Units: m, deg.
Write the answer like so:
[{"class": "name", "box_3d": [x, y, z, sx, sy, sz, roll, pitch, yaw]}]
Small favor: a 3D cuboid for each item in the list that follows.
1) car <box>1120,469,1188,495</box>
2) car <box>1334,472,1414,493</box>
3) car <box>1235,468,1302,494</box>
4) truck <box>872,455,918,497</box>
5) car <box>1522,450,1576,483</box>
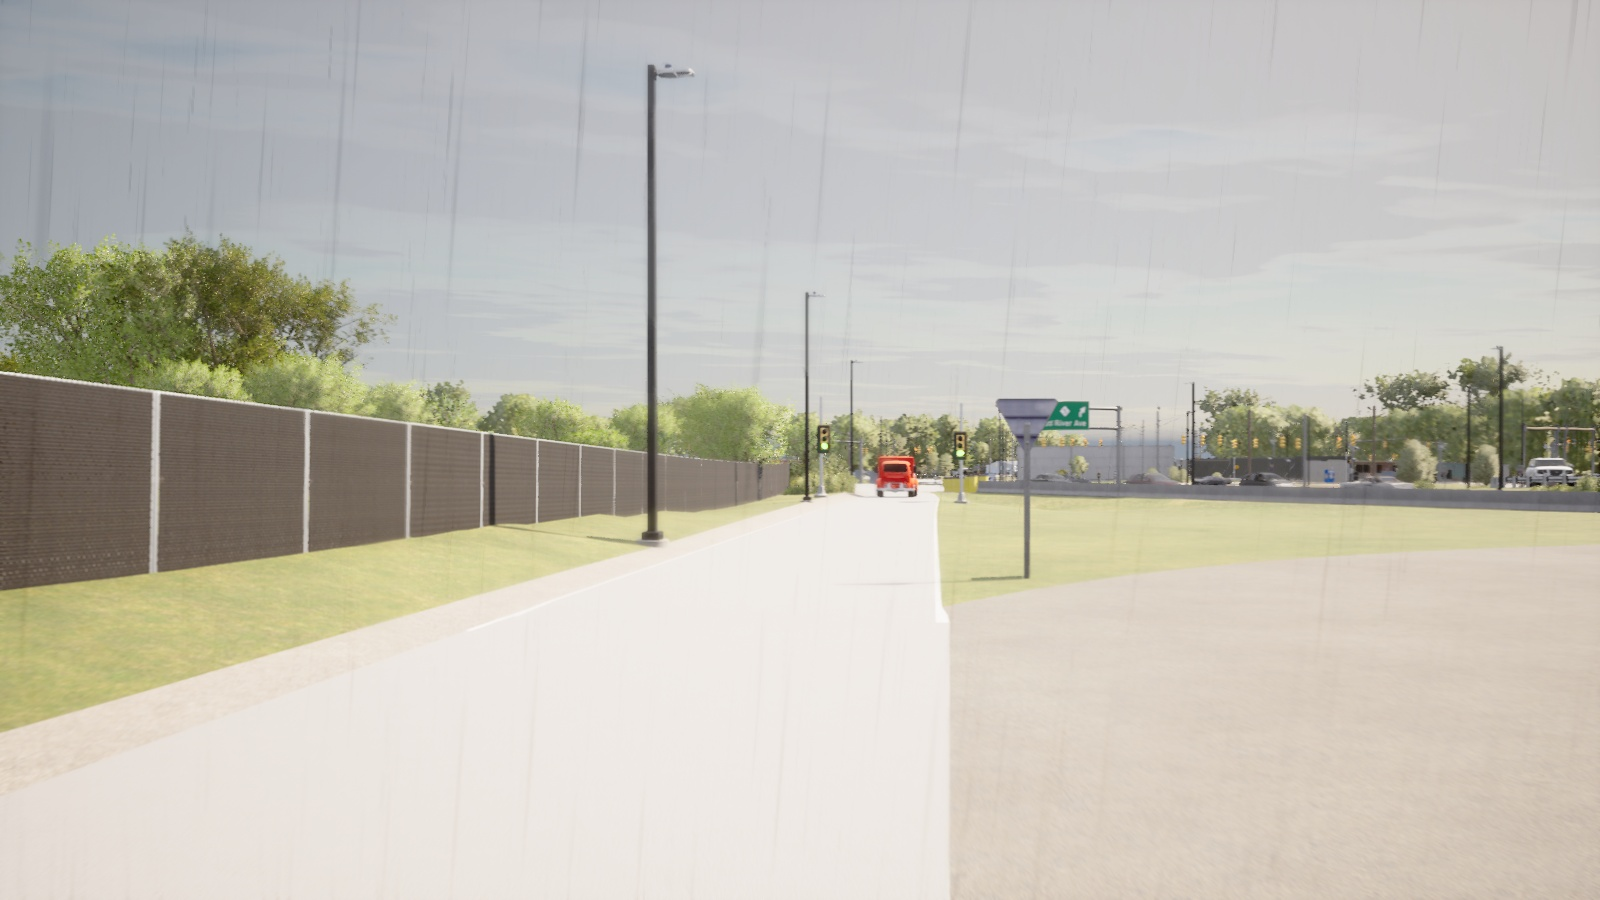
[{"class": "car", "box_3d": [24.270, 2.186, 86.271, 2.033, 1.649, 4.856, -1, -1, -20]}, {"class": "car", "box_3d": [37.222, 2.077, 81.596, 1.895, 1.301, 4.718, -1, -1, -20]}, {"class": "car", "box_3d": [30.061, 1.989, 80.762, 1.851, 1.617, 3.988, -1, -1, -20]}, {"class": "truck", "box_3d": [5.827, 1.588, 76.431, 2.627, 2.467, 5.204, 0, -1, 6]}, {"class": "car", "box_3d": [48.853, 1.114, 82.053, 2.150, 2.045, 5.566, -1, -2, 22]}]
